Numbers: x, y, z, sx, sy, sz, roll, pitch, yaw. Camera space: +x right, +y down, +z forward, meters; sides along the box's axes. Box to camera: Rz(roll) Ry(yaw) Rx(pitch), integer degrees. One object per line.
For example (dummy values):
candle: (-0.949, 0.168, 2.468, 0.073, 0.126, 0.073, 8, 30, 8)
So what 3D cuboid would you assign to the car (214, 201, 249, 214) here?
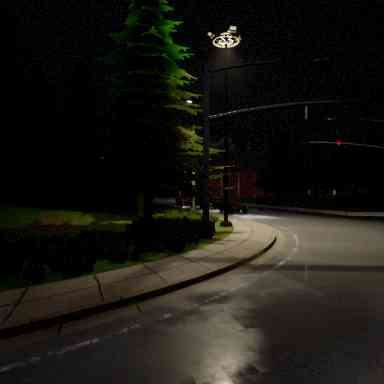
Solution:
car: (4.354, 1.601, 35.633, 1.895, 1.301, 4.718, 0, 0, -15)

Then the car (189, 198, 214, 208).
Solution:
car: (1.674, 1.221, 45.322, 2.150, 2.045, 5.566, 0, 0, -16)

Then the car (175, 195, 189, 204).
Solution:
car: (-1.202, 1.352, 55.210, 2.097, 1.767, 4.553, 0, 0, -17)

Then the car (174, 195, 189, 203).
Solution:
car: (-2.276, 1.500, 70.999, 2.128, 1.511, 4.902, 0, 0, -17)
